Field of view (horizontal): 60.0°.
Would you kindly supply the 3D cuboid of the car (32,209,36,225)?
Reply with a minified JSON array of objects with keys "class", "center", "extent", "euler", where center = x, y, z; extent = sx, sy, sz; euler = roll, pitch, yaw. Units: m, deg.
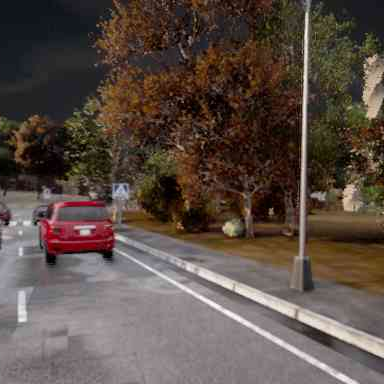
[{"class":"car","center":[-11.373,1.747,25.955],"extent":[2.033,1.411,5.357],"euler":[0,0,-27]}]

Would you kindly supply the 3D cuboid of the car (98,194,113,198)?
[{"class":"car","center":[-20.643,1.294,79.641],"extent":[5.357,1.411,2.033],"euler":[2,1,39]}]

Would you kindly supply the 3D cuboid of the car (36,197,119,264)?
[{"class":"car","center":[-4.538,1.349,12.717],"extent":[2.150,2.045,5.566],"euler":[0,0,-27]}]

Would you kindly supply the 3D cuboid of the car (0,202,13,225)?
[{"class":"car","center":[-14.850,1.531,25.165],"extent":[2.097,1.767,4.553],"euler":[0,0,-26]}]

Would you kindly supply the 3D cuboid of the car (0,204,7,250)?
[{"class":"car","center":[-8.009,1.461,11.830],"extent":[2.097,1.767,4.553],"euler":[0,-1,-27]}]

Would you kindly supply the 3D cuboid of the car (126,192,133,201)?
[{"class":"car","center":[-15.783,0.954,79.354],"extent":[2.150,2.045,5.566],"euler":[0,1,-42]}]
